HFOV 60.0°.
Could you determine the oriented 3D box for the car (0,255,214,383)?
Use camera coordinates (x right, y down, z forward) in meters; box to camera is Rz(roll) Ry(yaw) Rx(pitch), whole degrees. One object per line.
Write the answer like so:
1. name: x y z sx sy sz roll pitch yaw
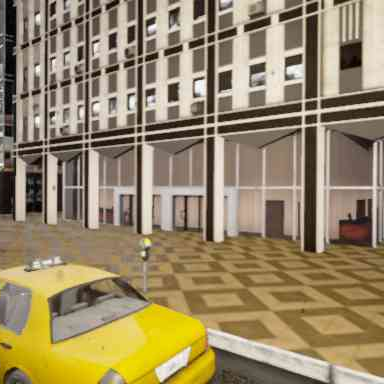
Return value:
1. car: -2.049 1.510 4.334 4.829 1.417 1.752 0 0 36
